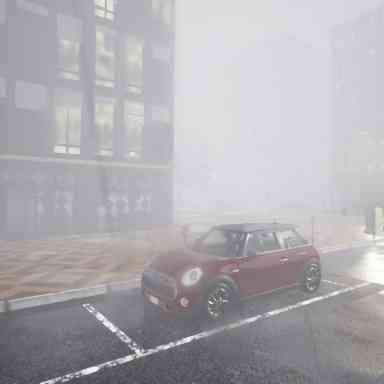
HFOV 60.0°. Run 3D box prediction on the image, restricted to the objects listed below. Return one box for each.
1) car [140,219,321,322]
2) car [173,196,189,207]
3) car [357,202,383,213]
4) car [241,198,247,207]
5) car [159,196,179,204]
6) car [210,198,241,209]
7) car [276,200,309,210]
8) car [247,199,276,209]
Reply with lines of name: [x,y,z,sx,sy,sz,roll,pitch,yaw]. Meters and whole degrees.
car: [0.932,1.442,7.218,4.097,1.590,1.967,0,1,-36]
car: [-2.247,1.732,55.889,1.887,1.381,4.507,1,-1,-35]
car: [20.995,1.730,37.606,1.947,1.339,4.313,1,-1,-35]
car: [7.872,1.725,56.108,1.967,1.590,4.097,1,-1,-35]
car: [-5.250,1.724,74.611,2.192,1.841,5.009,1,-1,-35]
car: [4.315,1.677,46.638,2.008,1.369,4.403,1,-1,-35]
car: [14.433,1.806,46.856,1.802,1.307,4.206,1,-1,-35]
car: [11.153,1.799,51.482,1.887,1.381,4.507,1,-1,-35]
